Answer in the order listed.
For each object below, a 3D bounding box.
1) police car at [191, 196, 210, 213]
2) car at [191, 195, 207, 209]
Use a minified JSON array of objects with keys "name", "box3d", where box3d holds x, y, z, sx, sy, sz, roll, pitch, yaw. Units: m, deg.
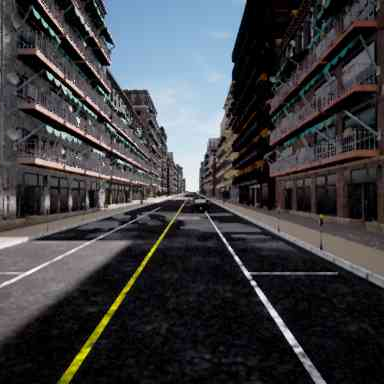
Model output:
[{"name":"police car","box3d":[0.900,1.437,36.167,1.930,1.638,5.238,0,0,0]},{"name":"car","box3d":[0.897,1.362,46.027,2.097,1.767,4.553,0,0,0]}]
